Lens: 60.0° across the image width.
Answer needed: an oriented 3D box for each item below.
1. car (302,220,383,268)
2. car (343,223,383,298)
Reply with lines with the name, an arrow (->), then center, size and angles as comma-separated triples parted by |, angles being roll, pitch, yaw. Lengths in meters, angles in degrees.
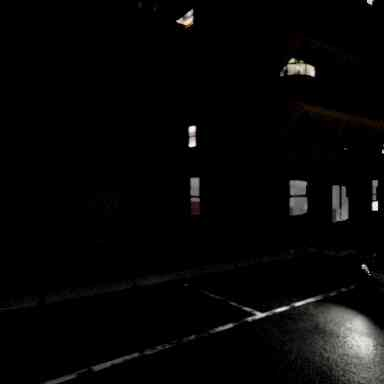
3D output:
car -> 5.189, 1.540, 10.260 | 4.206, 1.307, 1.802 | 0, 0, -35
car -> 5.515, 1.490, 7.311 | 4.674, 1.442, 1.812 | 0, 0, -35
